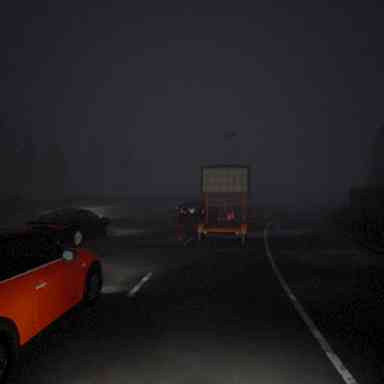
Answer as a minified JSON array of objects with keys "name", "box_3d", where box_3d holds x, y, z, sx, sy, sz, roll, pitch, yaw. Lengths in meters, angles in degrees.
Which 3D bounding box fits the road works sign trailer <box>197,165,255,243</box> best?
[{"name":"road works sign trailer","box_3d":[1.662,0.480,16.382,2.380,3.560,2.880,0,0,15]}]

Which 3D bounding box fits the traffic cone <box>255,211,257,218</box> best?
[{"name":"traffic cone","box_3d":[5.506,1.984,28.810,0.340,0.580,0.340,0,0,15]}]

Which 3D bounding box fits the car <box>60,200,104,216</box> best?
[{"name":"car","box_3d":[-11.227,1.557,34.199,1.812,1.442,4.674,0,0,20]}]

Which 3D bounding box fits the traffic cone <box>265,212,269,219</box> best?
[{"name":"traffic cone","box_3d":[6.472,1.984,28.552,0.340,0.580,0.340,0,0,15]}]

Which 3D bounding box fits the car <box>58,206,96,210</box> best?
[{"name":"car","box_3d":[-5.328,1.491,15.085,1.882,1.535,5.008,0,0,9]}]

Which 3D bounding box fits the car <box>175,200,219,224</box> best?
[{"name":"car","box_3d":[0.609,1.376,24.866,2.097,1.767,4.553,0,0,16]}]

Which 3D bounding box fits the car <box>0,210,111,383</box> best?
[{"name":"car","box_3d":[-3.041,1.356,5.199,2.097,1.767,4.553,0,0,4]}]

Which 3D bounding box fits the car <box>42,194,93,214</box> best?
[{"name":"car","box_3d":[-13.817,1.255,37.408,2.150,2.045,5.566,0,0,21]}]
